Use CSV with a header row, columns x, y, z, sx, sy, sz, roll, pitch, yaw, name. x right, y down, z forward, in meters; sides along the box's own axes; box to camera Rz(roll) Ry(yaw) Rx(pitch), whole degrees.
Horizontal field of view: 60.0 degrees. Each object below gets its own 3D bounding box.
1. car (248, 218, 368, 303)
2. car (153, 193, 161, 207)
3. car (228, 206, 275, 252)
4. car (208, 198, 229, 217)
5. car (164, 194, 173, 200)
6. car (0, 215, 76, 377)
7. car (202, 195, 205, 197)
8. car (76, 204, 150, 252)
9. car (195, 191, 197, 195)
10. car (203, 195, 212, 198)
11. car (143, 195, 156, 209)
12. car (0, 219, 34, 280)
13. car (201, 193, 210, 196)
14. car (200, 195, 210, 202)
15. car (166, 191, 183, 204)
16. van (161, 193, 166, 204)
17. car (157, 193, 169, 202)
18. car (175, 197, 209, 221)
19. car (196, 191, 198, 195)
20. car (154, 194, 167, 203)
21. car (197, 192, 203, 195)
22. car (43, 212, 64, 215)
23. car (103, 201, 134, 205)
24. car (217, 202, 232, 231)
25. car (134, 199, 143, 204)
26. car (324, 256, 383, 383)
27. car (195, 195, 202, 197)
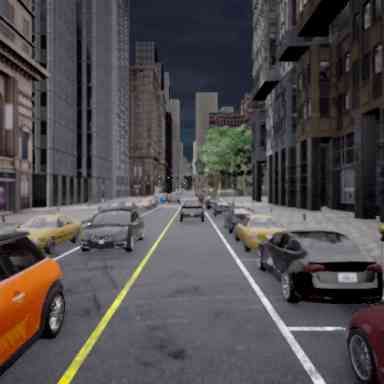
x,y,z,sx,sy,sz,roll,pitch,yaw,name
2.749,1.543,7.966,1.947,1.339,4.313,0,0,0,car
-5.855,1.311,46.368,1.967,1.590,4.097,0,0,0,car
2.738,1.488,13.623,1.752,1.417,4.829,0,0,0,car
2.704,1.469,29.914,2.008,1.369,4.403,0,0,0,car
-5.934,1.306,84.782,1.947,1.339,4.313,0,0,0,car
-3.104,1.344,3.515,2.097,1.767,4.553,0,0,0,car
2.670,1.431,46.374,1.947,1.339,4.313,0,0,0,car
-3.114,1.471,13.845,1.837,1.490,4.892,0,0,0,car
2.592,1.050,84.781,2.192,1.841,5.009,0,0,0,car
2.682,1.449,40.888,1.947,1.339,4.313,0,0,0,car
-5.843,1.415,40.710,1.752,1.417,4.829,0,0,0,car
-5.776,1.528,7.953,1.887,1.381,4.507,0,0,0,car
2.659,1.372,52.031,1.752,1.417,4.829,0,0,0,car
2.625,1.319,68.491,1.752,1.417,4.829,0,0,0,car
-3.155,1.177,60.110,2.097,1.767,4.553,0,0,0,car
-5.878,1.176,57.342,1.690,1.788,3.998,0,0,0,van
-5.901,1.115,68.317,2.192,1.841,5.009,0,0,0,car
0.016,1.424,26.240,2.128,1.511,4.902,0,0,0,car
2.614,1.091,73.807,2.192,1.841,5.009,0,0,0,car
-5.889,1.258,62.830,1.967,1.590,4.097,0,0,0,car
2.636,1.127,62.834,2.192,1.841,5.009,0,0,0,car
-5.787,1.495,13.271,1.752,1.417,4.829,0,0,0,car
-5.810,1.380,24.416,1.967,1.590,4.097,0,0,0,car
2.727,1.500,18.940,2.008,1.369,4.403,0,0,0,car
-5.821,1.506,29.905,1.802,1.307,4.206,0,0,0,car
2.761,1.573,2.480,1.802,1.307,4.206,0,0,0,car
-0.005,1.477,43.482,1.895,1.301,4.718,0,0,0,car
